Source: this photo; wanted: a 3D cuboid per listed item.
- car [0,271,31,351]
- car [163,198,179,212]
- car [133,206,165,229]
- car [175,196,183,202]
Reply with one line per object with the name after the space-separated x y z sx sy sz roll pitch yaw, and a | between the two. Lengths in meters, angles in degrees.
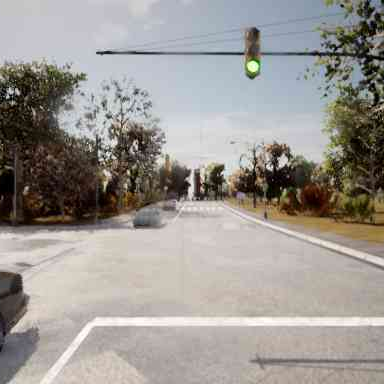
-3.503 1.567 3.004 2.033 1.411 5.357 0 -1 0 | car
-3.447 2.160 51.088 1.882 1.535 5.008 0 1 0 | car
-3.521 2.107 26.690 1.837 1.490 4.892 -1 0 0 | car
-3.145 1.695 75.619 2.097 1.767 4.553 0 0 1 | car
